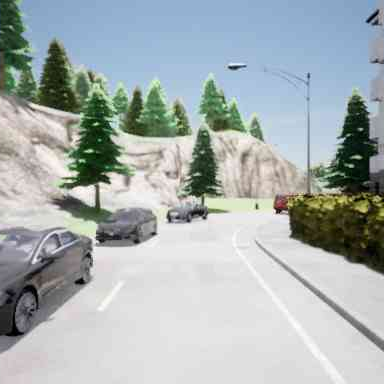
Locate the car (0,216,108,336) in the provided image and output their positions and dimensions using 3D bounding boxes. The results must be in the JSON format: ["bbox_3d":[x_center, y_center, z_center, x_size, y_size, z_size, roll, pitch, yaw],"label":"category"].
[{"bbox_3d":[-3.483,1.492,6.741,2.128,1.511,4.902,0,0,1],"label":"car"}]

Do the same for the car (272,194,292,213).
[{"bbox_3d":[10.906,1.220,35.181,5.566,2.045,2.150,0,0,-36],"label":"car"}]

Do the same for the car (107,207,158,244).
[{"bbox_3d":[-2.959,1.505,16.090,1.837,1.490,4.892,0,0,8],"label":"car"}]

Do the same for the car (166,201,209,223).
[{"bbox_3d":[-0.268,1.491,25.755,2.128,1.511,4.902,0,0,25],"label":"car"}]
